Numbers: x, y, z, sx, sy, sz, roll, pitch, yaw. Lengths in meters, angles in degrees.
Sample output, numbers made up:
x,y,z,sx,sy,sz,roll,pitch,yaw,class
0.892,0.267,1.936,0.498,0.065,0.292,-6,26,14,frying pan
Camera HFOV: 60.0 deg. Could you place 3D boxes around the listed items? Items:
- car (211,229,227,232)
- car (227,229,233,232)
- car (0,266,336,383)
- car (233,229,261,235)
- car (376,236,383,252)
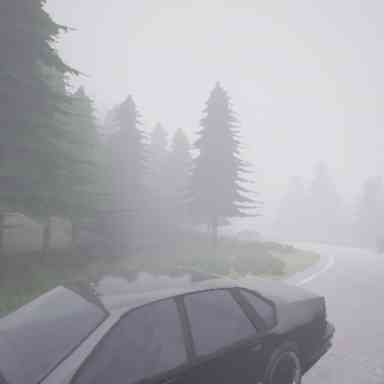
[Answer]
x,y,z,sx,sy,sz,roll,pitch,yaw,class
3.676,6.523,52.395,1.994,1.385,4.181,2,-6,-5,car
6.471,7.133,57.326,2.033,1.411,5.357,2,-6,4,car
-0.611,1.572,3.314,5.357,1.411,2.033,1,-1,-40,car
7.992,5.963,47.317,1.882,1.535,5.008,2,-7,-15,car
14.217,3.444,22.434,1.882,1.535,5.008,2,-6,7,car
